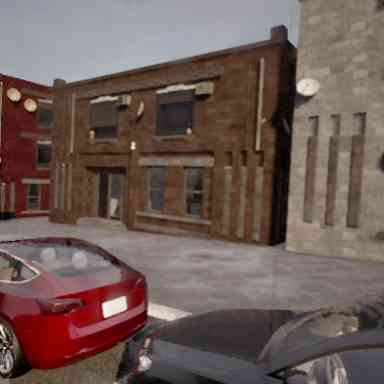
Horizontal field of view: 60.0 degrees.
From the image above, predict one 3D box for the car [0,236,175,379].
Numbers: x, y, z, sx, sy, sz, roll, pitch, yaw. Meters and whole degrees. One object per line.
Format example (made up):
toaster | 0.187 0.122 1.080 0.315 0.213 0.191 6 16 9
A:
car | -2.881 1.503 5.597 4.792 1.488 2.163 0 0 36
